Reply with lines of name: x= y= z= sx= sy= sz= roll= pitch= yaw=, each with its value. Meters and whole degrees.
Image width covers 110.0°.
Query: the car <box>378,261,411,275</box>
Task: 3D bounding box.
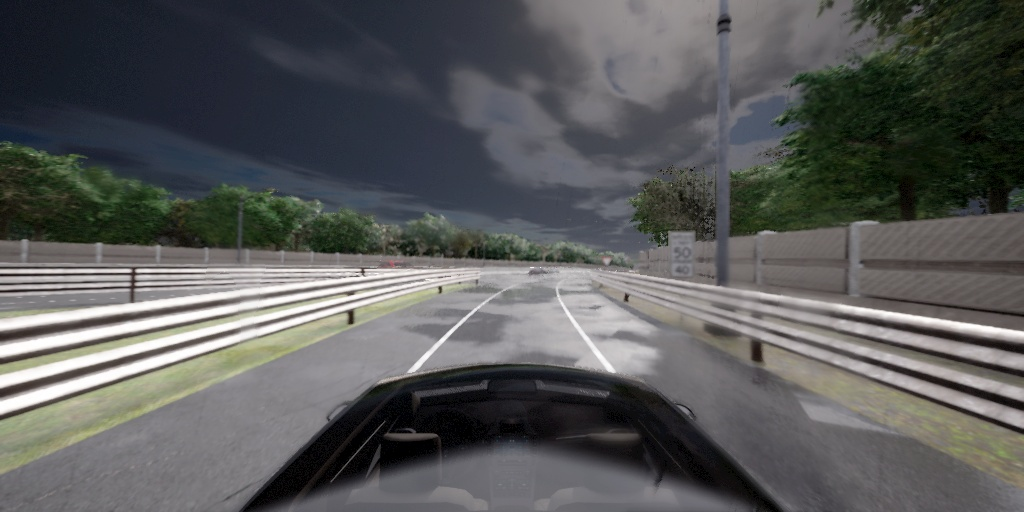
car: x=-12.981 y=1.612 z=41.764 sx=2.150 sy=2.045 sz=5.566 roll=0 pitch=-2 yaw=28

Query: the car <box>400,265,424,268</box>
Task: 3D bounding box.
car: x=-9.922 y=1.945 z=40.060 sx=1.994 sy=1.385 sz=4.181 roll=0 pitch=-2 yaw=28

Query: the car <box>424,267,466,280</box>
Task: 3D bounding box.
car: x=-6.849 y=1.893 z=38.383 sx=1.812 sy=1.442 sz=4.674 roll=0 pitch=-2 yaw=28
